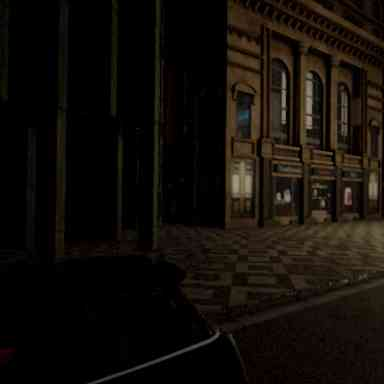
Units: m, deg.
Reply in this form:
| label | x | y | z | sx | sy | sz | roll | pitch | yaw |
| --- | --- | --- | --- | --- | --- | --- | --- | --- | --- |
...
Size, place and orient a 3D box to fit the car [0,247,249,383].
| label | x | y | z | sx | sy | sz | roll | pitch | yaw |
| --- | --- | --- | --- | --- | --- | --- | --- | --- | --- |
| car | -1.768 | 1.358 | 2.098 | 4.553 | 1.767 | 2.097 | 1 | -1 | -35 |
